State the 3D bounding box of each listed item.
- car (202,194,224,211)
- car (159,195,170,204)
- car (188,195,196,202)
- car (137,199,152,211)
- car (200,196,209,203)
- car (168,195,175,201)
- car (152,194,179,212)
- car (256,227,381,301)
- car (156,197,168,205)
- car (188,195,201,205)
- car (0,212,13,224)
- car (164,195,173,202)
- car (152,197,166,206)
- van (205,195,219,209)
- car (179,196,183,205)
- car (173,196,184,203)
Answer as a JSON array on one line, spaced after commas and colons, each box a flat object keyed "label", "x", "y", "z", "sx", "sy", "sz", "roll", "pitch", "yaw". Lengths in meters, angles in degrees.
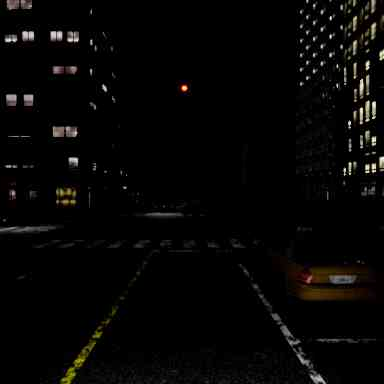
[{"label": "car", "x": 2.742, "y": 1.332, "z": 40.490, "sx": 2.192, "sy": 1.841, "sz": 5.009, "roll": 0, "pitch": 0, "yaw": 0}, {"label": "car", "x": -5.599, "y": 1.496, "z": 68.135, "sx": 1.967, "sy": 1.590, "sz": 4.097, "roll": 0, "pitch": 0, "yaw": 0}, {"label": "car", "x": 0.112, "y": 1.556, "z": 80.177, "sx": 1.882, "sy": 1.535, "sz": 5.008, "roll": 0, "pitch": 0, "yaw": 0}, {"label": "car", "x": -5.636, "y": 1.567, "z": 40.502, "sx": 2.008, "sy": 1.369, "sz": 4.403, "roll": 0, "pitch": 0, "yaw": 0}, {"label": "car", "x": 2.790, "y": 1.611, "z": 73.650, "sx": 1.887, "sy": 1.381, "sz": 4.507, "roll": 0, "pitch": 0, "yaw": 0}, {"label": "car", "x": -5.567, "y": 1.624, "z": 90.072, "sx": 1.752, "sy": 1.417, "sz": 4.829, "roll": 0, "pitch": 0, "yaw": 0}, {"label": "car", "x": -3.050, "y": 1.237, "z": 39.108, "sx": 2.150, "sy": 2.045, "sz": 5.566, "roll": 0, "pitch": 0, "yaw": 0}, {"label": "car", "x": 2.698, "y": 1.526, "z": 8.247, "sx": 1.752, "sy": 1.417, "sz": 4.829, "roll": 0, "pitch": 0, "yaw": 0}, {"label": "car", "x": -5.606, "y": 1.591, "z": 62.607, "sx": 1.887, "sy": 1.381, "sz": 4.507, "roll": 0, "pitch": 0, "yaw": 0}, {"label": "car", "x": 0.187, "y": 1.644, "z": 60.987, "sx": 1.895, "sy": 1.301, "sz": 4.718, "roll": 0, "pitch": 0, "yaw": 0}, {"label": "car", "x": -16.037, "y": 1.838, "z": 24.602, "sx": 4.718, "sy": 1.301, "sz": 1.895, "roll": -1, "pitch": 0, "yaw": 1}, {"label": "car", "x": -5.583, "y": 1.516, "z": 79.188, "sx": 1.967, "sy": 1.590, "sz": 4.097, "roll": 0, "pitch": 0, "yaw": 0}, {"label": "car", "x": -5.613, "y": 1.588, "z": 57.081, "sx": 2.008, "sy": 1.369, "sz": 4.403, "roll": 0, "pitch": 0, "yaw": 0}, {"label": "van", "x": 2.750, "y": 1.363, "z": 46.016, "sx": 1.690, "sy": 1.788, "sz": 3.998, "roll": 0, "pitch": 0, "yaw": 0}, {"label": "car", "x": -3.011, "y": 1.583, "z": 56.087, "sx": 2.033, "sy": 1.411, "sz": 5.357, "roll": 0, "pitch": 0, "yaw": 0}, {"label": "car", "x": -2.898, "y": 1.583, "z": 71.931, "sx": 2.033, "sy": 1.411, "sz": 5.357, "roll": 0, "pitch": 0, "yaw": 0}]
